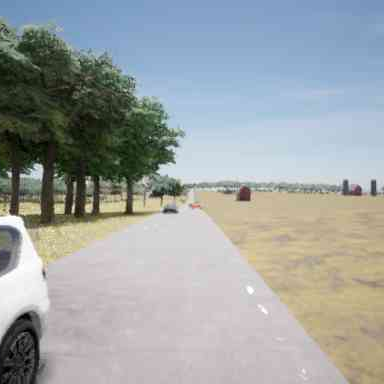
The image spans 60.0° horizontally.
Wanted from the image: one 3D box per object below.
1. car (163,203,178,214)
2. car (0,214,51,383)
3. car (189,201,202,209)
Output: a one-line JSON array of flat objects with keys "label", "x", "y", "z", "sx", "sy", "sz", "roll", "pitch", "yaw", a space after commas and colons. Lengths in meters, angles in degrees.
[{"label": "car", "x": -2.825, "y": 2.203, "z": 44.922, "sx": 2.033, "sy": 1.411, "sz": 5.357, "roll": 0, "pitch": -1, "yaw": 0}, {"label": "car", "x": -2.851, "y": 1.235, "z": 1.965, "sx": 2.150, "sy": 2.045, "sz": 5.566, "roll": 0, "pitch": 0, "yaw": 0}, {"label": "car", "x": 0.966, "y": 2.628, "z": 67.601, "sx": 2.097, "sy": 1.767, "sz": 4.553, "roll": 0, "pitch": -2, "yaw": 0}]
